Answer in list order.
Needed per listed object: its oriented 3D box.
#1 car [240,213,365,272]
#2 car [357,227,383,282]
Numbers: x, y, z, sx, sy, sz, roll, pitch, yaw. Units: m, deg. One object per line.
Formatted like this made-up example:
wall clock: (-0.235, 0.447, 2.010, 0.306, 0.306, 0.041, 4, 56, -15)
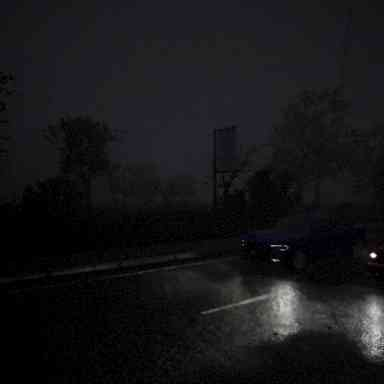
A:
car: (3.788, 1.481, 10.991, 5.008, 1.535, 1.882, 0, 0, -35)
car: (6.505, 1.604, 8.630, 4.718, 1.301, 1.895, 0, 0, -35)
